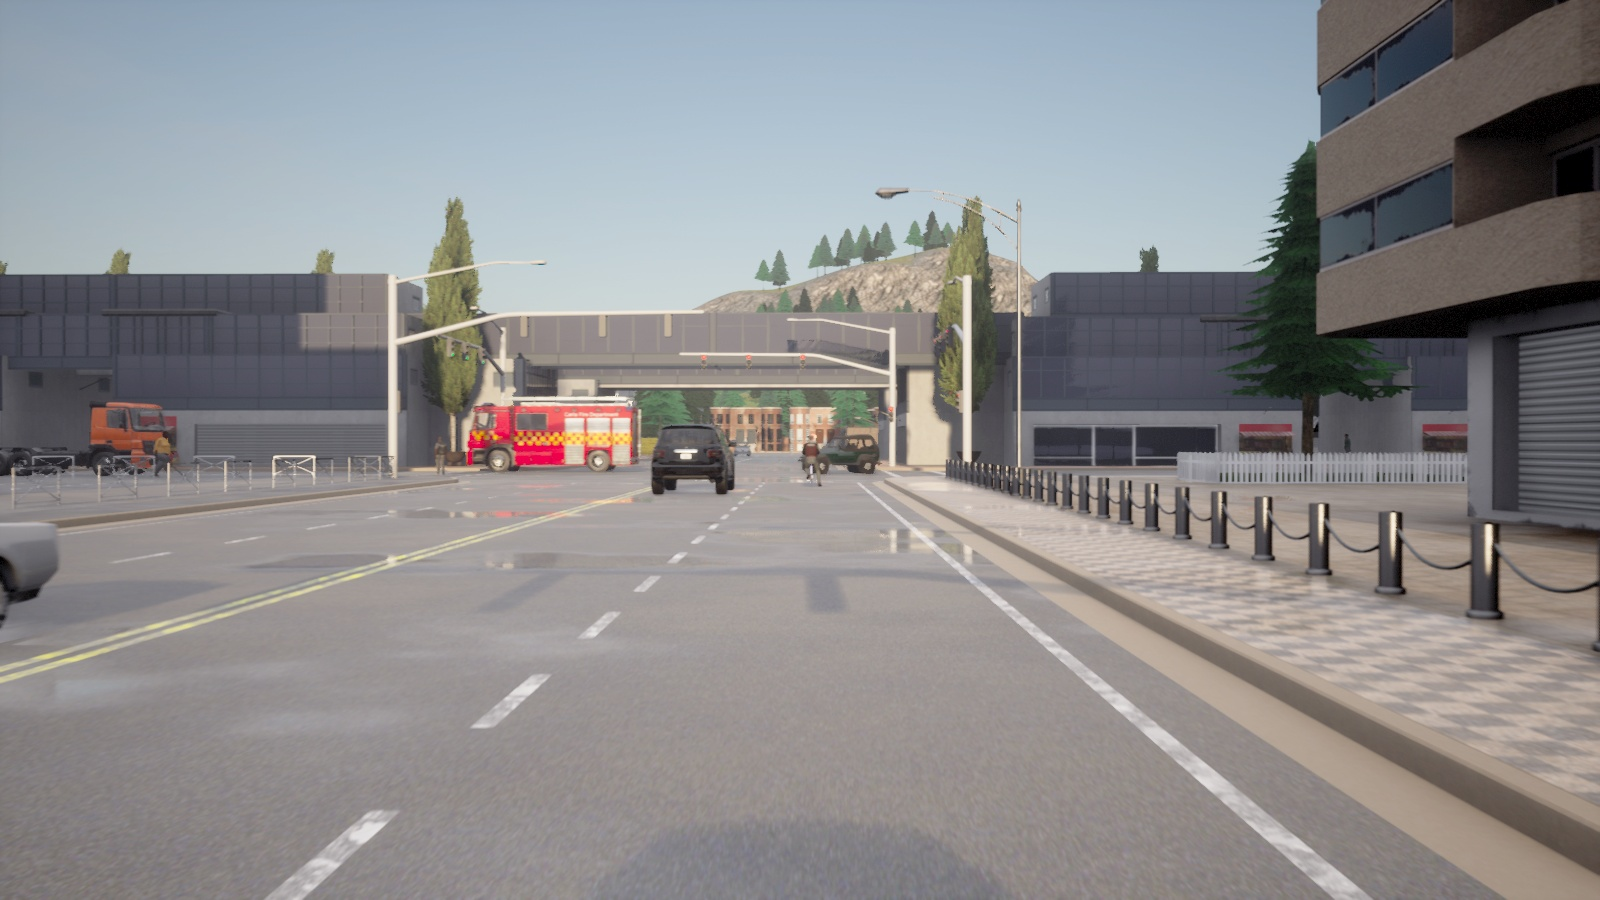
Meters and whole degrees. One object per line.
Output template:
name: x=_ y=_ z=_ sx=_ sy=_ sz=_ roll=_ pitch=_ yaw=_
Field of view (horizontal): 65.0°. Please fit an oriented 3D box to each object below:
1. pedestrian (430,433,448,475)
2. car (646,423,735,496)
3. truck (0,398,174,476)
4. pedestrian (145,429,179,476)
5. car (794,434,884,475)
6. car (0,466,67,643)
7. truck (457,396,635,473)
pedestrian: x=-16.619 y=0.186 z=57.820 sx=0.563 sy=1.883 sz=0.849 roll=0 pitch=0 yaw=-35
car: x=-3.176 y=0.251 z=37.643 sx=2.150 sy=2.045 sz=5.566 roll=0 pitch=0 yaw=0
truck: x=-33.413 y=-0.588 z=57.639 sx=7.936 sy=3.462 sz=2.891 roll=0 pitch=0 yaw=2
pedestrian: x=-25.375 y=0.103 z=49.940 sx=0.900 sy=1.855 sz=0.874 roll=0 pitch=0 yaw=3
car: x=1.844 y=0.208 z=59.523 sx=3.866 sy=1.878 sz=1.905 roll=0 pitch=0 yaw=-18
car: x=-6.915 y=0.797 z=7.836 sx=1.895 sy=1.301 sz=4.718 roll=0 pitch=0 yaw=0
truck: x=-12.868 y=-0.790 z=64.157 sx=8.468 sy=3.827 sz=2.891 roll=0 pitch=0 yaw=0
